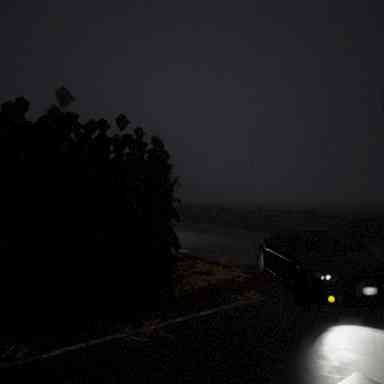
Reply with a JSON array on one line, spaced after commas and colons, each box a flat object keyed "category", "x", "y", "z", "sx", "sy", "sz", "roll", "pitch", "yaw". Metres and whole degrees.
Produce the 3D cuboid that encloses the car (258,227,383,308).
[{"category": "car", "x": 2.991, "y": 1.564, "z": 7.866, "sx": 1.994, "sy": 1.385, "sz": 4.181, "roll": 1, "pitch": 0, "yaw": -5}]
